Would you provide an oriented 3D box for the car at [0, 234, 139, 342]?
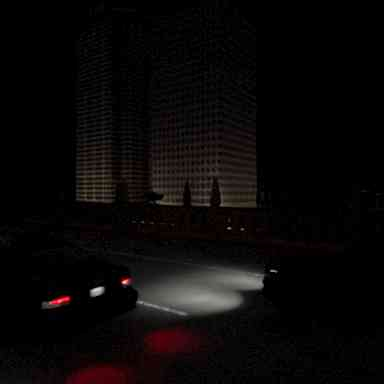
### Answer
[{"bbox_3d":[-3.475,1.547,6.451,5.357,1.411,2.033,0,0,35],"label":"car"}]

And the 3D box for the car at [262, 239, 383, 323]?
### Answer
[{"bbox_3d":[3.557,1.525,5.752,4.674,1.442,1.812,0,0,35],"label":"car"}]
